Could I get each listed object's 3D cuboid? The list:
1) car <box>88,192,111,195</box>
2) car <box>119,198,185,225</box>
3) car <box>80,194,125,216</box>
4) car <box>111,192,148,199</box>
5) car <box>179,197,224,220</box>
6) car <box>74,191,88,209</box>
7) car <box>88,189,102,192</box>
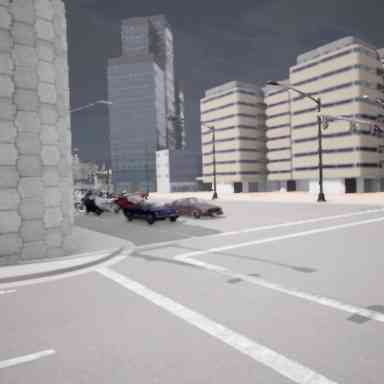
[{"bbox_3d":[-12.346,1.095,41.325,2.033,1.411,5.357,-3,2,-35],"label":"car"},{"bbox_3d":[-2.711,1.302,21.648,1.895,1.301,4.718,-3,2,-35],"label":"car"},{"bbox_3d":[-7.902,1.226,28.993,1.812,1.442,4.674,-3,2,-35],"label":"car"},{"bbox_3d":[-5.725,1.027,31.947,1.882,1.535,5.008,-3,2,-35],"label":"car"},{"bbox_3d":[-0.047,1.098,23.935,2.033,1.411,5.357,-3,2,-35],"label":"car"},{"bbox_3d":[-13.765,1.051,37.262,2.097,1.767,4.553,-3,2,-35],"label":"car"},{"bbox_3d":[-18.431,0.457,62.334,2.150,2.045,5.566,-3,2,-35],"label":"car"}]
